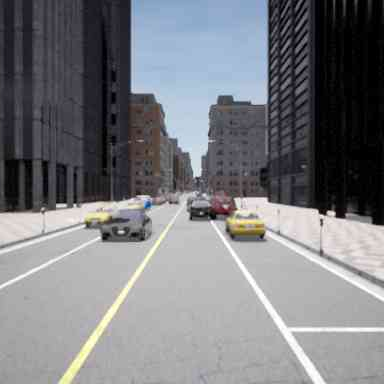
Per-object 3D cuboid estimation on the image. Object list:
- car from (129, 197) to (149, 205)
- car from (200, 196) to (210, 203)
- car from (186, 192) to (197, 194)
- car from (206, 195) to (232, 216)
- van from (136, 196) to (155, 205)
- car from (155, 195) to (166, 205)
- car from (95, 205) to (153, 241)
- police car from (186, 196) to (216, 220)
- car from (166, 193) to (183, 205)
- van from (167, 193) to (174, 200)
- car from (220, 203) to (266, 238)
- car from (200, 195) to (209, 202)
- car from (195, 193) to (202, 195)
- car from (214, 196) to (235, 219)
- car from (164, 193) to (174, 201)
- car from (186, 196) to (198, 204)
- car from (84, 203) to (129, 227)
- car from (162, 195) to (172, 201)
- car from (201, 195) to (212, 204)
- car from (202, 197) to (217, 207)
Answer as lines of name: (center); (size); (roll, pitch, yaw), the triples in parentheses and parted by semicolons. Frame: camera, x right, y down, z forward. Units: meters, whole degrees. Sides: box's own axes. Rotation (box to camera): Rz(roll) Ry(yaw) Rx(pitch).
car: (-5.861, 1.515, 33.885); (1.752, 1.417, 4.829); (0, 0, 0)
car: (2.665, 1.522, 67.872); (1.802, 1.307, 4.206); (0, 0, 0)
car: (-0.002, 1.324, 80.521); (1.895, 1.301, 4.718); (0, 0, 0)
car: (2.665, 1.305, 34.035); (2.192, 1.841, 5.009); (0, 0, 0)
van: (-5.861, 1.328, 39.696); (1.690, 1.788, 3.998); (0, 0, 0)
car: (-5.860, 1.545, 56.616); (1.802, 1.307, 4.206); (0, 0, 0)
car: (-3.101, 1.554, 16.475); (1.994, 1.385, 4.181); (0, 0, 0)
police car: (0.756, 1.413, 27.985); (1.930, 1.638, 5.238); (-1, 0, 1)
car: (-3.061, 1.465, 57.198); (1.837, 1.490, 4.892); (0, 0, 0)
van: (-5.861, 1.232, 90.457); (1.690, 1.788, 3.998); (0, 0, 0)
car: (2.666, 1.516, 17.326); (1.752, 1.417, 4.829); (0, 0, 1)
car: (2.665, 1.472, 73.511); (1.887, 1.381, 4.507); (0, 0, 0)
car: (0.899, 1.334, 43.829); (2.097, 1.767, 4.553); (0, 0, 0)
car: (2.665, 1.307, 28.394); (2.192, 1.841, 5.009); (0, 0, 0)
car: (-5.861, 1.220, 84.816); (2.192, 1.841, 5.009); (0, 0, 0)
car: (-0.001, 1.516, 62.077); (1.994, 1.385, 4.181); (0, 0, 0)
car: (-5.867, 1.516, 22.572); (1.752, 1.417, 4.829); (0, 0, 1)
car: (-5.861, 1.482, 79.176); (1.947, 1.339, 4.313); (0, 0, 0)
car: (2.665, 1.392, 62.232); (1.967, 1.590, 4.097); (0, 0, 0)
car: (2.666, 1.523, 50.954); (2.008, 1.369, 4.403); (0, 0, 0)
